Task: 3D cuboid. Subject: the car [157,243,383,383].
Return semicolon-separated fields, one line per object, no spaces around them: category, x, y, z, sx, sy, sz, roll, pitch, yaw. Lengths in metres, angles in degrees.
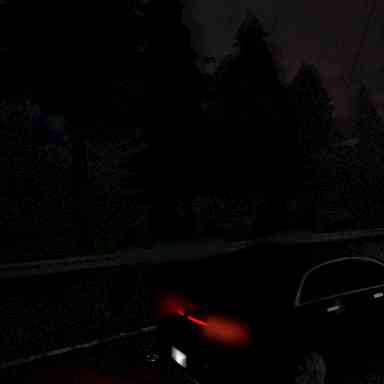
car;1.851;1.533;4.947;4.892;1.490;1.837;1;0;-35
